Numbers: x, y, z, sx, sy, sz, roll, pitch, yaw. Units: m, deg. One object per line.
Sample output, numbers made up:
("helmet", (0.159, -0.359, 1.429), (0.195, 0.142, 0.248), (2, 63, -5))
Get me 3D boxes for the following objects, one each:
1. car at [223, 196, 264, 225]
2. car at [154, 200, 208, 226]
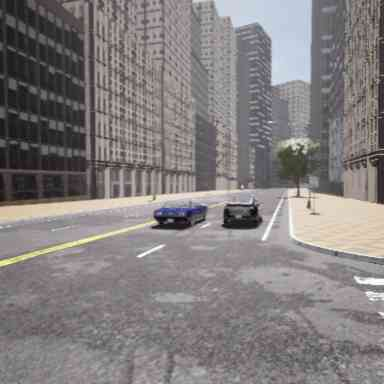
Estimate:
("car", (3.048, 0.980, 19.200), (2.128, 1.511, 4.902), (0, 1, 16))
("car", (-0.447, 1.097, 18.829), (1.895, 1.301, 4.718), (0, 1, 16))
